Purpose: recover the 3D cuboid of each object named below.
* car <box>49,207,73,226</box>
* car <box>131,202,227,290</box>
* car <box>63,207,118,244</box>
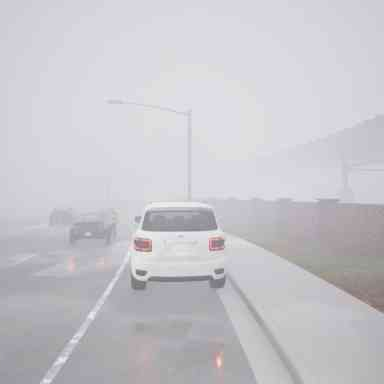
[{"bbox_3d":[-10.723,1.999,27.890,2.128,1.511,4.902,0,-2,-15],"label":"car"},{"bbox_3d":[-0.451,1.278,9.412,2.150,2.045,5.566,0,-1,-5],"label":"car"},{"bbox_3d":[-4.887,1.710,16.743,1.812,1.442,4.674,0,-1,-9],"label":"car"}]
